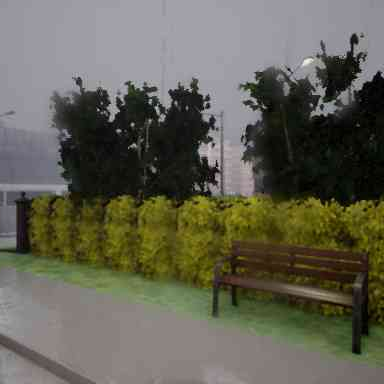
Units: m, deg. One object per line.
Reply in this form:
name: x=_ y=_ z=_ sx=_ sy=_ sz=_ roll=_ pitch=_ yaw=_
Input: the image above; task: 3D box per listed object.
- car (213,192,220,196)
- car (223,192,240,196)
car: x=5.161 y=0.659 z=72.189 sx=2.033 sy=1.411 sz=5.357 roll=0 pitch=1 yaw=35
car: x=8.755 y=0.638 z=71.217 sx=1.812 sy=1.442 sz=4.674 roll=0 pitch=0 yaw=35
